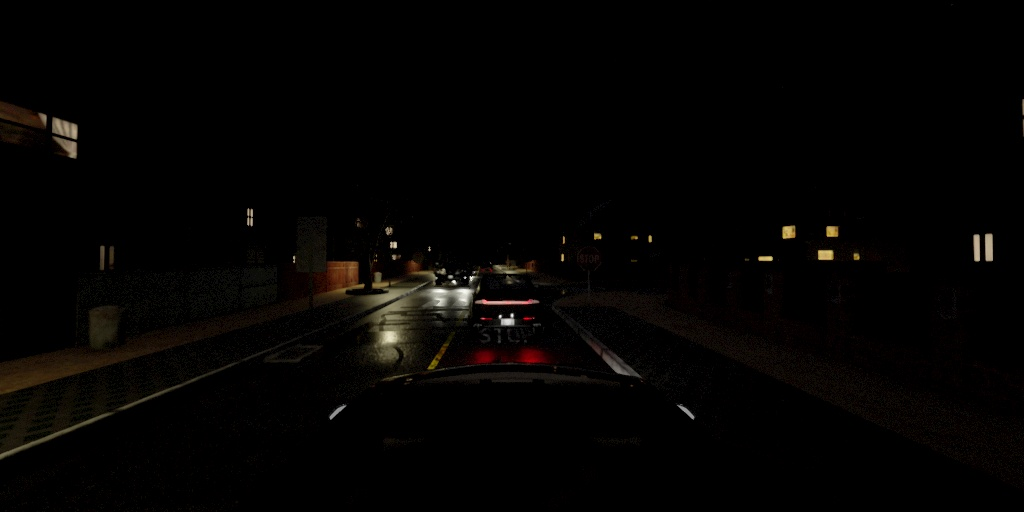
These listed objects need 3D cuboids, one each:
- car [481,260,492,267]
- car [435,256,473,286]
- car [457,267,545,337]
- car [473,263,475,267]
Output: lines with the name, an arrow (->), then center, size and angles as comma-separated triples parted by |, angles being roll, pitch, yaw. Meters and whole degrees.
car -> -4.395, 1.540, 62.884 | 1.812, 1.442, 4.674 | 0, 0, -5
car -> -4.153, 1.010, 25.652 | 2.150, 2.045, 5.566 | 0, -1, -5
car -> -0.196, 1.250, 10.335 | 2.128, 1.511, 4.902 | 0, 0, -2
car -> -5.264, 1.319, 39.034 | 1.882, 1.535, 5.008 | 0, 0, -5
